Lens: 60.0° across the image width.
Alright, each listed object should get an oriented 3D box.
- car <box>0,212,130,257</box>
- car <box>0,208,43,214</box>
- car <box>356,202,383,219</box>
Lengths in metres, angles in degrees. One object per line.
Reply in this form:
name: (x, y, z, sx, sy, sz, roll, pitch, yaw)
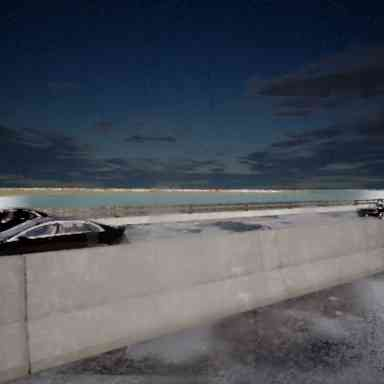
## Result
car: (-4.211, 1.486, 9.578, 4.902, 1.511, 2.128, 0, 0, -35)
car: (-8.549, 1.500, 15.084, 4.892, 1.490, 1.837, 0, 0, -35)
car: (15.850, 1.531, 27.945, 4.718, 1.301, 1.895, 0, 0, -34)
